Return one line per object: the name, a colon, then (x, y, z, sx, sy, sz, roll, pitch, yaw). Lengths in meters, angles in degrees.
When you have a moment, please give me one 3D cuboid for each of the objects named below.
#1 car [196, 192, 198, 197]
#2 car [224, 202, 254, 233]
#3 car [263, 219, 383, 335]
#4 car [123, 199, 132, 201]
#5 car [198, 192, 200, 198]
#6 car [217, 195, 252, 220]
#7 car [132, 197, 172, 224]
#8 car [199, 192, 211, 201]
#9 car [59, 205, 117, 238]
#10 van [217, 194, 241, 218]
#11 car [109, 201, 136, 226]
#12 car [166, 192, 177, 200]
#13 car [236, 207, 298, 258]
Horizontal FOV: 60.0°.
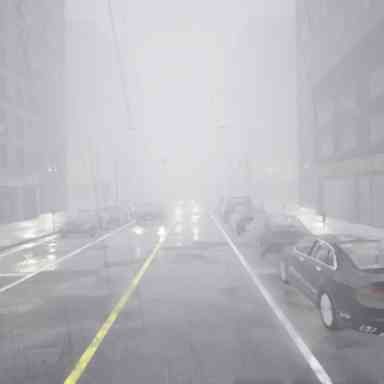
car: (2.854, 1.102, 95.083, 1.802, 1.307, 4.206, -1, 0, -1)
car: (3.016, 1.426, 17.532, 1.947, 1.339, 4.313, -1, 0, 0)
car: (2.928, 1.469, 6.485, 2.008, 1.369, 4.403, -1, 0, 0)
car: (-5.422, 1.381, 28.641, 1.967, 1.590, 4.097, -1, 0, 0)
car: (3.012, 1.140, 83.778, 1.802, 1.307, 4.206, -1, 0, -1)
car: (3.057, 1.146, 23.054, 2.192, 1.841, 5.009, -1, 0, 0)
car: (-2.791, 1.399, 24.041, 1.882, 1.535, 5.008, -1, 0, 0)
car: (3.168, 1.042, 72.468, 1.967, 1.590, 4.097, -1, 0, -1)
car: (-5.508, 1.581, 17.593, 1.802, 1.307, 4.206, -1, 0, 0)
van: (3.101, 1.143, 28.577, 1.690, 1.788, 3.998, -1, 0, 0)
car: (-5.464, 1.535, 23.117, 1.947, 1.339, 4.313, -1, 0, 0)
car: (-5.513, 1.137, 83.667, 1.967, 1.590, 4.097, -1, 0, -1)
car: (2.972, 1.440, 12.008, 2.008, 1.369, 4.403, -1, 0, 0)
